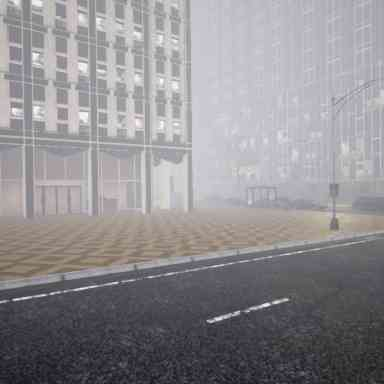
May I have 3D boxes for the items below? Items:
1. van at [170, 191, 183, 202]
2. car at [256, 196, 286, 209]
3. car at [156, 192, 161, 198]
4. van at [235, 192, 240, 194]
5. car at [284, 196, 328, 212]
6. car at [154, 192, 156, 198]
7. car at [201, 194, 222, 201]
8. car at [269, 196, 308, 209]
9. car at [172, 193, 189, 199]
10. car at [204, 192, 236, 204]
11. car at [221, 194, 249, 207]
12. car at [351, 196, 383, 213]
[{"bbox_3d":[-3.121,0.936,60.112,1.690,1.788,3.998,0,1,-34],"label":"van"},{"bbox_3d":[9.592,1.386,41.269,1.802,1.307,4.206,-1,1,-34],"label":"car"},{"bbox_3d":[-5.802,0.613,78.919,2.192,1.841,5.009,0,1,-34],"label":"car"},{"bbox_3d":[7.004,0.853,60.134,1.690,1.788,3.998,-1,1,-34],"label":"van"},{"bbox_3d":[12.779,1.422,36.561,1.947,1.339,4.313,-1,1,-34],"label":"car"},{"bbox_3d":[-9.003,0.684,83.616,1.967,1.590,4.097,0,1,-34],"label":"car"},{"bbox_3d":[3.804,1.041,64.833,1.802,1.307,4.206,-1,1,-34],"label":"car"},{"bbox_3d":[12.174,1.293,42.267,1.812,1.442,4.674,-1,1,-34],"label":"car"},{"bbox_3d":[-2.600,0.934,74.226,1.802,1.307,4.206,0,1,-34],"label":"car"},{"bbox_3d":[4.456,1.167,53.608,1.812,1.442,4.674,-1,1,-34],"label":"car"},{"bbox_3d":[6.439,1.318,45.997,1.947,1.339,4.313,-1,1,-34],"label":"car"},{"bbox_3d":[18.438,1.219,33.069,2.097,1.767,4.553,-1,1,-34],"label":"car"}]
